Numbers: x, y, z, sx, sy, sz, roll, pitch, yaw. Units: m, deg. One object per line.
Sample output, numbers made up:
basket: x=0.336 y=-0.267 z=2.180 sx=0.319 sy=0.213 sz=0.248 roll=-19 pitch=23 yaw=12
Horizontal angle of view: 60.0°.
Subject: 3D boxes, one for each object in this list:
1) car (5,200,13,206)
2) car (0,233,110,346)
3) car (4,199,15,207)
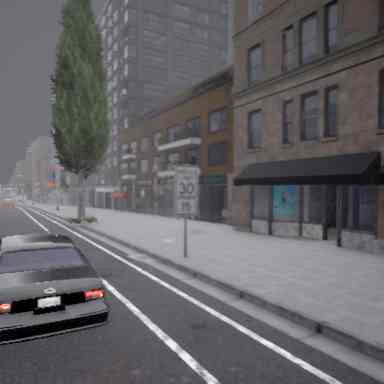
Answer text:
car: x=-44.212 y=2.731 z=80.340 sx=1.812 sy=1.442 sz=4.674 roll=0 pitch=-2 yaw=-29
car: x=-3.177 y=1.562 z=6.751 sx=2.033 sy=1.411 sz=5.357 roll=0 pitch=0 yaw=-29
car: x=-39.320 y=2.385 z=71.567 sx=2.097 sy=1.767 sz=4.553 roll=0 pitch=-2 yaw=-29
